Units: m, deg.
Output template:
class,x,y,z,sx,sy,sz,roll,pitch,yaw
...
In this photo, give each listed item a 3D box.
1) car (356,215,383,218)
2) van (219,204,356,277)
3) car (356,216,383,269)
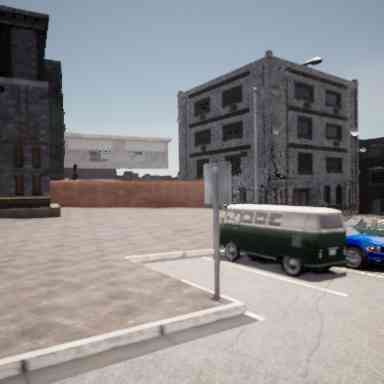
class,x,y,z,sx,sy,sz,roll,pitch,yaw
car,7.284,1.744,14.159,2.185,1.767,4.553,3,-2,-35
van,2.674,1.428,11.053,1.878,1.987,4.442,2,-1,-35
car,4.990,1.752,12.568,2.097,1.535,5.008,2,-1,-35
